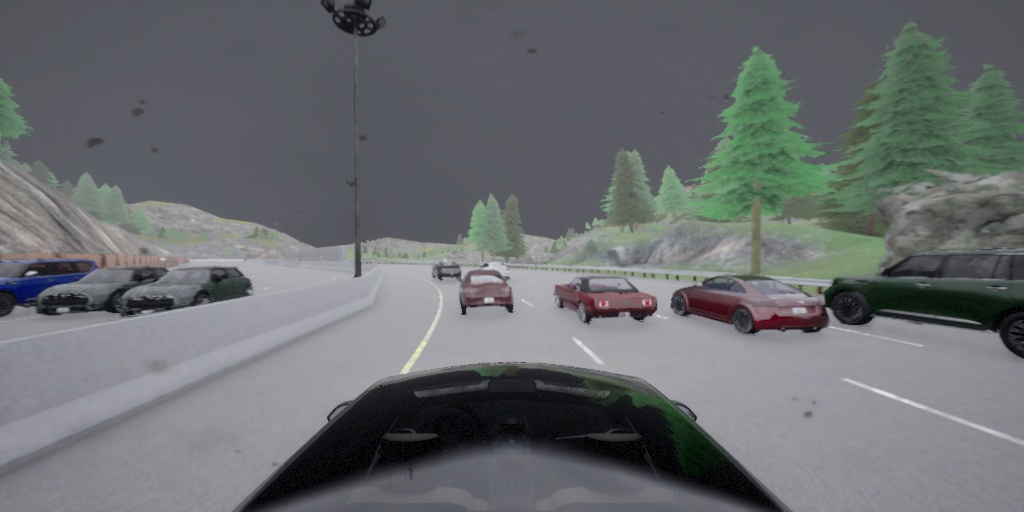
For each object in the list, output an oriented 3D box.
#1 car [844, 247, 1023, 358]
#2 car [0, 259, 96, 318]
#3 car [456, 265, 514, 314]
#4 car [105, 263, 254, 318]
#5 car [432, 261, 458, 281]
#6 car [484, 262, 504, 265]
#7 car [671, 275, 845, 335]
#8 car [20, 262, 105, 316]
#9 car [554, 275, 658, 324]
[{"bbox_3d":[10.159,0.838,7.926,2.150,2.045,5.566,0,0,-4],"label":"car"},{"bbox_3d":[-18.974,1.132,13.813,2.150,2.045,5.566,-1,0,-12],"label":"car"},{"bbox_3d":[-1.082,1.242,13.708,1.812,1.442,4.674,-1,0,-9],"label":"car"},{"bbox_3d":[-11.845,1.186,13.466,2.097,1.767,4.553,-1,0,-11],"label":"car"},{"bbox_3d":[-5.479,1.195,29.811,2.128,1.511,4.902,-1,0,-21],"label":"car"},{"bbox_3d":[-1.551,1.189,29.301,1.812,1.442,4.674,-1,0,-19],"label":"car"},{"bbox_3d":[6.374,1.213,10.201,1.994,1.385,4.181,-1,0,-6],"label":"car"},{"bbox_3d":[-15.554,1.222,14.247,2.097,1.767,4.553,-1,0,-12],"label":"car"},{"bbox_3d":[2.744,1.283,11.780,1.895,1.301,4.718,-1,0,-7],"label":"car"}]
